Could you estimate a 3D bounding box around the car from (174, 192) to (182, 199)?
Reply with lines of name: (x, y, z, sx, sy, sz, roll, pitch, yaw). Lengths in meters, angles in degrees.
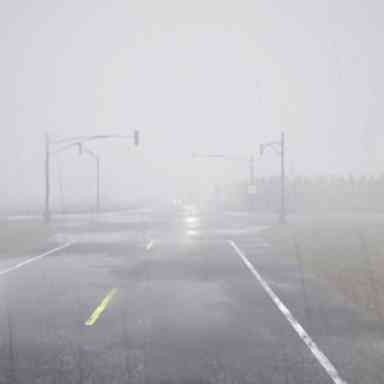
car: (-3.506, 0.843, 82.005, 2.128, 1.511, 4.902, 0, 0, 0)

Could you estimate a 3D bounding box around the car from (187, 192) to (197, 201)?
car: (-0.006, 1.320, 77.857, 1.895, 1.301, 4.718, 0, 0, 0)
